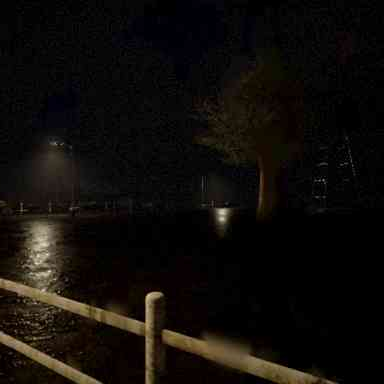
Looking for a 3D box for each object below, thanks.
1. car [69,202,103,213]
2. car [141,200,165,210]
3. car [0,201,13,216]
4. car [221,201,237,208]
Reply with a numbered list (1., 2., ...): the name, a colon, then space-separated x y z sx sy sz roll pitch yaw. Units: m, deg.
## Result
1. car: -14.316 2.073 45.069 2.128 1.511 4.902 -2 -2 36
2. car: -6.538 2.163 55.887 2.097 1.767 4.553 -2 -2 36
3. car: -21.555 1.730 34.985 2.097 1.767 4.553 -2 -2 36
4. car: 7.718 2.626 69.445 1.994 1.385 4.181 -2 -2 36
